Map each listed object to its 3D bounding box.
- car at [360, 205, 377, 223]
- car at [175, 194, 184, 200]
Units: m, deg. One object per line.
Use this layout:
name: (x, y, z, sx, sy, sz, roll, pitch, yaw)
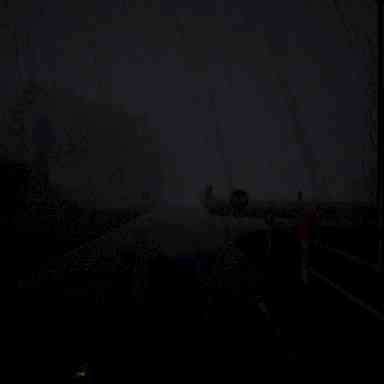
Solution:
car: (14.070, 1.469, 23.220, 4.181, 1.385, 1.994, 0, 0, -1)
car: (-2.751, 1.039, 74.955, 1.994, 1.385, 4.181, 0, 0, 0)
